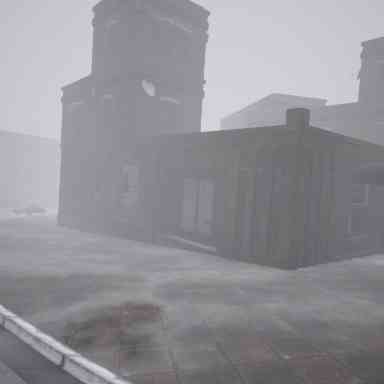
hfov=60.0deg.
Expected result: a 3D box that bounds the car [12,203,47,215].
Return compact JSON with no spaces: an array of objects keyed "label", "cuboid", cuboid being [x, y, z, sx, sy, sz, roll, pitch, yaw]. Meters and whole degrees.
[{"label":"car","cuboid":[-20.240,2.106,41.610,2.033,1.411,5.357,4,-2,3]}]
